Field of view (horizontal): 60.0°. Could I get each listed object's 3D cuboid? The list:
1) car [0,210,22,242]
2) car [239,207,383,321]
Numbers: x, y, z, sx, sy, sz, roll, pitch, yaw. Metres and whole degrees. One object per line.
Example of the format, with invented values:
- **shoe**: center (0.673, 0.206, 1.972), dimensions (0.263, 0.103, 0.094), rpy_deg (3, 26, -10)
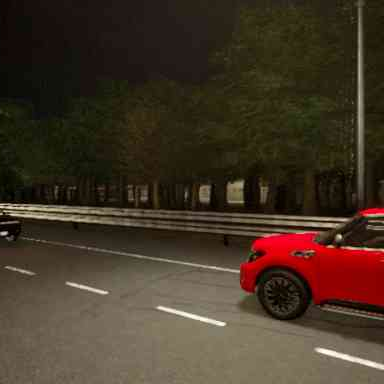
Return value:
- **car**: center (-9.649, 1.494, 15.067), dimensions (4.902, 1.511, 2.128), rpy_deg (0, 0, 36)
- **car**: center (3.586, 1.223, 5.609), dimensions (5.566, 2.045, 2.150), rpy_deg (0, 0, 35)
